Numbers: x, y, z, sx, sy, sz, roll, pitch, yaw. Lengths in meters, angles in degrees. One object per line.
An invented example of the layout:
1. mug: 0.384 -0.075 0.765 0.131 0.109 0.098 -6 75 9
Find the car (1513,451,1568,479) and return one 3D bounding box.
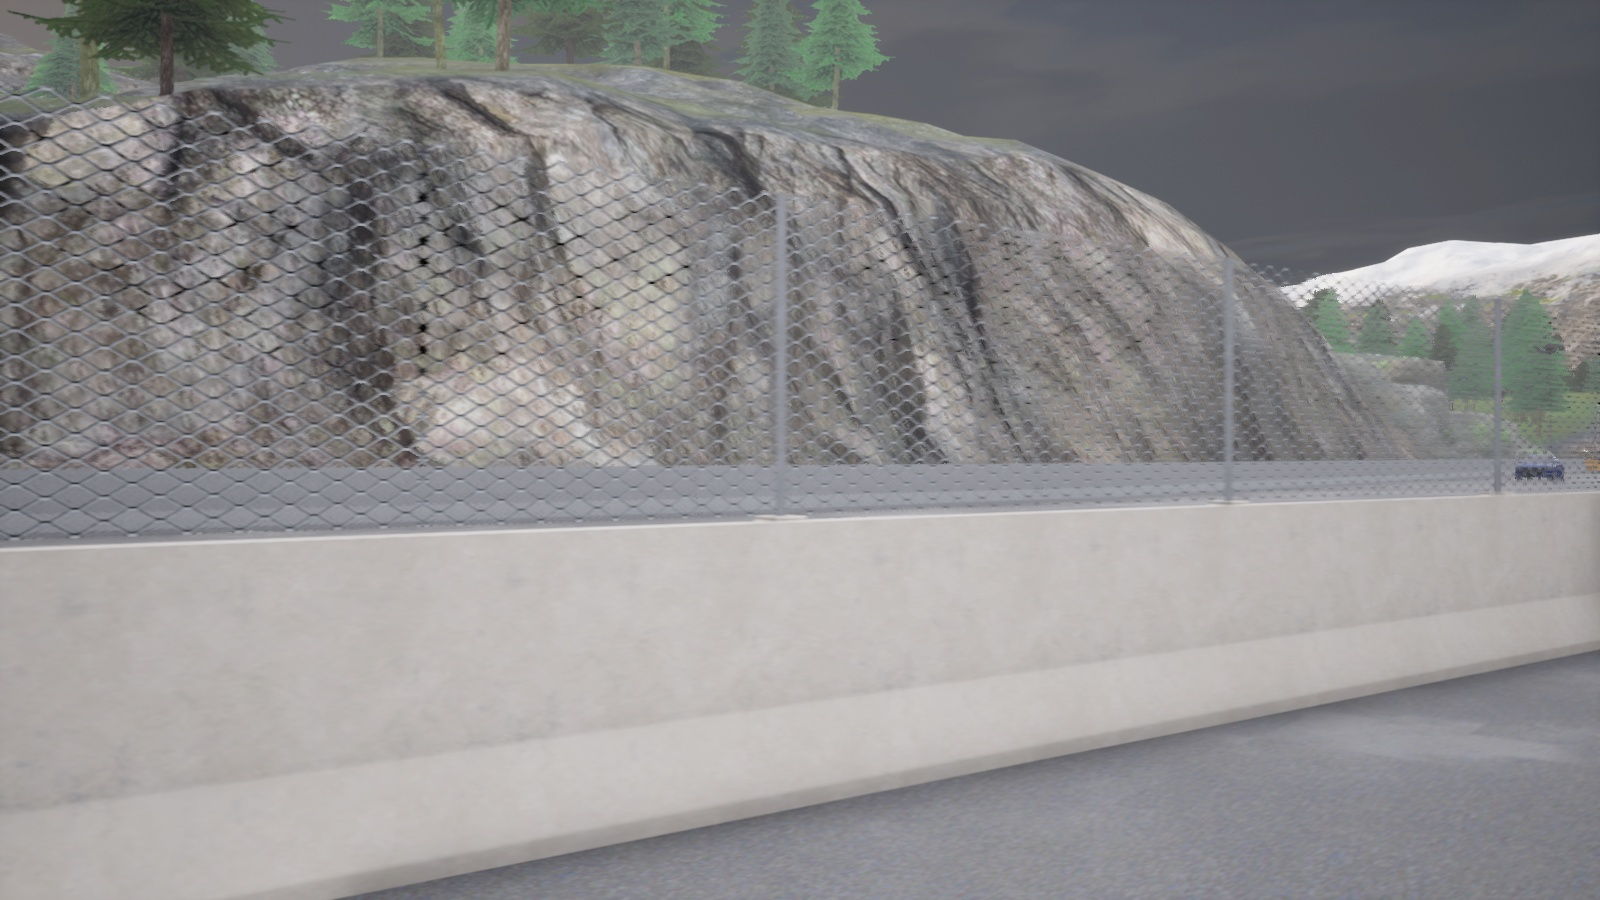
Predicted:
1. car: 42.393 0.820 71.868 1.882 1.535 5.008 0 0 40
